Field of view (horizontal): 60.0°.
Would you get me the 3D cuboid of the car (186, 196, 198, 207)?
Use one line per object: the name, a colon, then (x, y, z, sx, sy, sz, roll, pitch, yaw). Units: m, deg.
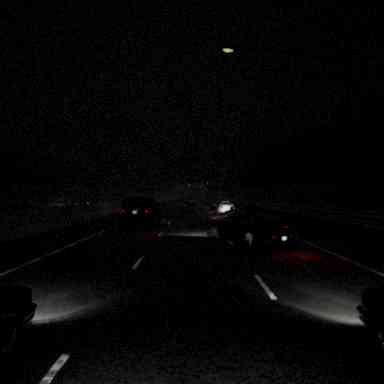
car: (0.024, 1.755, 56.989, 2.128, 1.511, 4.902, 0, 0, 0)

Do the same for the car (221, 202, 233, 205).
car: (3.509, 1.697, 24.812, 1.895, 1.301, 4.718, 0, 0, 0)

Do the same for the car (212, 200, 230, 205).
car: (3.513, 1.671, 35.785, 1.812, 1.442, 4.674, 0, 0, 0)

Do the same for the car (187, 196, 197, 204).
car: (0.026, 1.728, 76.919, 2.097, 1.767, 4.553, 0, 0, 0)

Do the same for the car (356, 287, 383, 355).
car: (3.502, 1.558, 2.779, 2.033, 1.411, 5.357, 0, 0, 0)

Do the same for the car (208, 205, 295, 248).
car: (2.525, 1.563, 15.196, 1.837, 1.490, 4.892, 1, 0, -27)

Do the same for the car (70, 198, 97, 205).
car: (-14.065, 1.541, 44.369, 2.097, 1.767, 4.553, 0, 0, 0)

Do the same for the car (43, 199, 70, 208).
car: (-17.565, 1.715, 44.267, 1.812, 1.442, 4.674, 0, 0, 0)

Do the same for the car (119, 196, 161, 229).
car: (-3.392, 1.307, 22.359, 2.150, 2.045, 5.566, 0, 0, 0)

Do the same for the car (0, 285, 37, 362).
car: (-3.399, 1.558, 2.857, 2.033, 1.411, 5.357, 0, 0, 0)

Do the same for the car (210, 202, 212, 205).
car: (3.516, 1.804, 46.817, 1.895, 1.301, 4.718, 0, 0, 0)

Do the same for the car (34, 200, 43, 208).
car: (-21.053, 1.812, 48.177, 1.895, 1.301, 4.718, 0, 0, 0)
